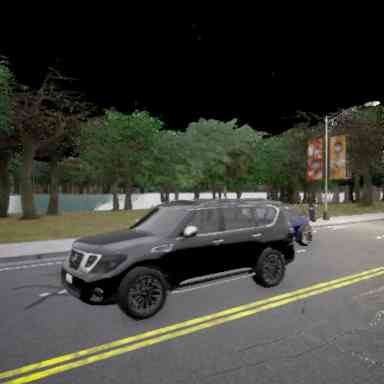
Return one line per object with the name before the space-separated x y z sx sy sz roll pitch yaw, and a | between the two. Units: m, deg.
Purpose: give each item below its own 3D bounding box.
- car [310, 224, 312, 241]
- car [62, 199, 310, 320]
car | 2.810 1.316 13.612 4.553 1.767 2.097 0 0 -35
car | 0.016 1.205 7.669 5.566 2.045 2.150 0 0 -35
